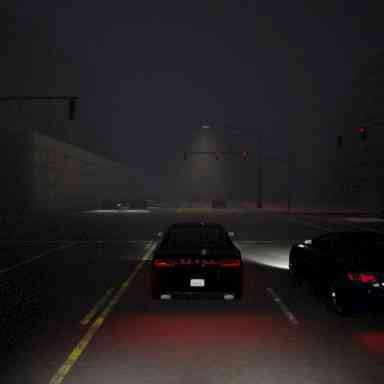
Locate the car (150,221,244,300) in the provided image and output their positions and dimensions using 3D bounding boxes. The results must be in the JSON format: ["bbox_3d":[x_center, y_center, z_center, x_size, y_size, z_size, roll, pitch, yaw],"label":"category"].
[{"bbox_3d":[0.106,1.478,8.443,1.882,1.535,5.008,0,0,0],"label":"car"}]

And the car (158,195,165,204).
[{"bbox_3d":[-6.788,1.504,62.397,1.837,1.490,4.892,0,0,1],"label":"car"}]

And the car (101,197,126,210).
[{"bbox_3d":[-10.405,1.564,43.237,1.994,1.385,4.181,0,0,0],"label":"car"}]

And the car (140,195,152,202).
[{"bbox_3d":[-10.177,1.467,73.971,1.882,1.535,5.008,0,0,0],"label":"car"}]

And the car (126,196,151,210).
[{"bbox_3d":[-6.904,1.564,43.277,1.994,1.385,4.181,0,0,0],"label":"car"}]

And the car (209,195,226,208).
[{"bbox_3d":[3.781,1.525,47.923,1.812,1.442,4.674,0,0,1],"label":"car"}]

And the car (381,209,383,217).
[{"bbox_3d":[18.046,1.352,27.121,4.553,1.767,2.097,0,0,0],"label":"car"}]

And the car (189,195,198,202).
[{"bbox_3d":[0.319,1.515,73.040,1.812,1.442,4.674,0,0,0],"label":"car"}]

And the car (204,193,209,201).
[{"bbox_3d":[3.863,1.524,83.025,1.812,1.442,4.674,0,0,0],"label":"car"}]

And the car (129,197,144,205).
[{"bbox_3d":[-10.292,1.564,61.890,1.994,1.385,4.181,0,0,1],"label":"car"}]

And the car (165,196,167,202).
[{"bbox_3d":[-6.674,1.486,74.789,1.837,1.490,4.892,0,0,0],"label":"car"}]

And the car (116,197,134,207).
[{"bbox_3d":[-10.355,1.526,51.990,1.812,1.442,4.674,0,0,0],"label":"car"}]

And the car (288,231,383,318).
[{"bbox_3d":[3.606,1.564,7.462,1.994,1.385,4.181,0,0,0],"label":"car"}]

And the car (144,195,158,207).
[{"bbox_3d":[-6.853,1.526,52.034,1.812,1.442,4.674,0,0,0],"label":"car"}]
